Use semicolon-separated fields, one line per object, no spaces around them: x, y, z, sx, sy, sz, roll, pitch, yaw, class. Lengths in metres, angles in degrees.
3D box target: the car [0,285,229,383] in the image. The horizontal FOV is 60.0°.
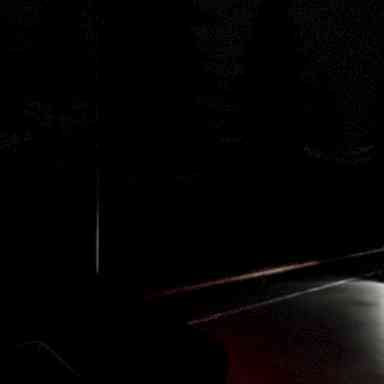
-2.063;1.596;2.531;4.718;1.301;1.895;1;0;-35;car
